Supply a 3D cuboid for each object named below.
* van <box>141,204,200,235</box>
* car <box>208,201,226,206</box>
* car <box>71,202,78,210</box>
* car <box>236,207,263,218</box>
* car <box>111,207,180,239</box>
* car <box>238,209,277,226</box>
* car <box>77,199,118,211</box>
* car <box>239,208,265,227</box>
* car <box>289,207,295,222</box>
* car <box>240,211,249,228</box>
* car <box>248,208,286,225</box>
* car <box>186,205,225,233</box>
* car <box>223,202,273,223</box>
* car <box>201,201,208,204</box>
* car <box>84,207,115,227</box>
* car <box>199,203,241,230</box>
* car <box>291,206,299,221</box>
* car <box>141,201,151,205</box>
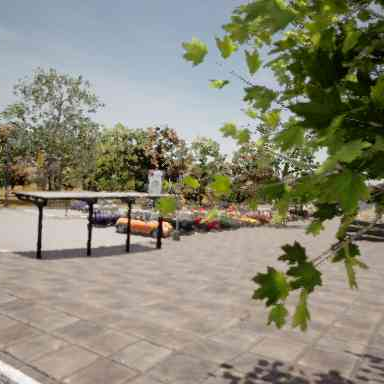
[{"bbox_3d":[-2.000,2.528,29.176,4.442,1.987,1.878,6,2,16],"label":"van"},{"bbox_3d":[5.683,2.632,63.327,1.837,1.490,4.892,6,1,36],"label":"car"},{"bbox_3d":[-13.132,1.587,42.366,1.812,1.442,4.674,6,2,36],"label":"car"},{"bbox_3d":[9.305,3.182,53.351,2.033,1.411,5.357,6,1,36],"label":"car"},{"bbox_3d":[-3.721,2.548,26.744,4.553,1.767,2.185,6,2,16],"label":"car"},{"bbox_3d":[8.682,3.313,43.758,4.792,1.488,2.163,6,2,16],"label":"car"},{"bbox_3d":[-10.986,1.810,40.270,1.812,1.442,4.674,6,2,35],"label":"car"},{"bbox_3d":[5.333,3.125,38.837,5.366,1.575,1.946,6,2,16],"label":"car"},{"bbox_3d":[12.192,3.335,48.620,4.553,1.767,2.185,6,2,16],"label":"car"},{"bbox_3d":[3.391,3.064,36.456,4.674,1.452,2.002,6,2,16],"label":"car"},{"bbox_3d":[10.408,3.370,46.192,4.892,1.521,2.231,6,2,16],"label":"car"},{"bbox_3d":[-0.138,2.599,31.576,5.566,2.045,2.435,6,2,16],"label":"car"},{"bbox_3d":[6.957,2.948,41.311,5.566,2.045,2.435,6,2,16],"label":"car"},{"bbox_3d":[3.212,2.490,64.993,1.895,1.301,4.718,6,1,36],"label":"car"},{"bbox_3d":[-7.106,2.433,30.669,1.895,1.301,4.718,6,2,37],"label":"car"},{"bbox_3d":[1.688,2.691,34.002,5.566,2.045,2.435,6,2,16],"label":"car"},{"bbox_3d":[13.881,3.419,51.082,4.553,1.767,2.185,6,1,16],"label":"car"},{"bbox_3d":[-5.671,1.975,52.691,2.033,1.411,5.357,6,2,35],"label":"car"}]
